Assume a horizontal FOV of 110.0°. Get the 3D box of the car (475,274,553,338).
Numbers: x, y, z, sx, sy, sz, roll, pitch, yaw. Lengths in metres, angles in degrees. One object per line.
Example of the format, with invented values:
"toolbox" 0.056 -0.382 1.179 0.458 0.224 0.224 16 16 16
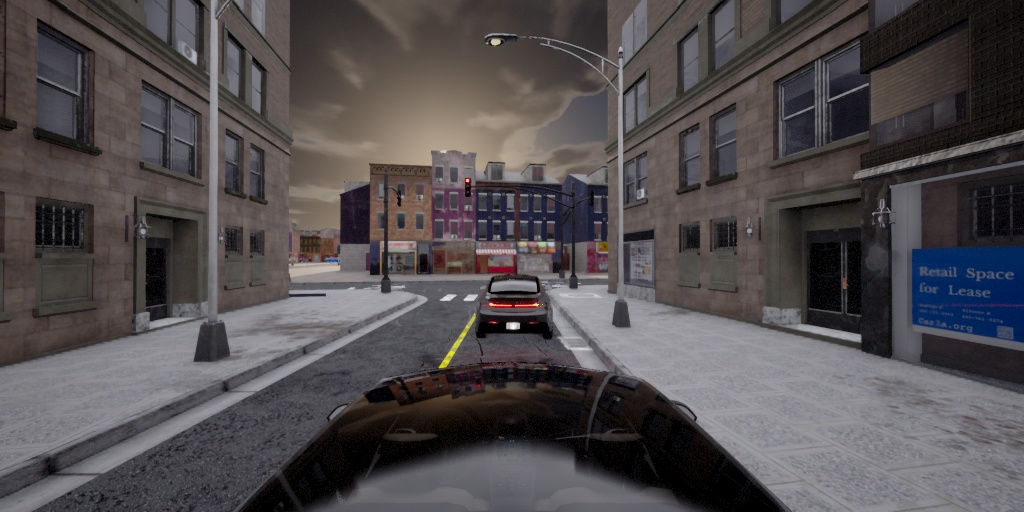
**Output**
"car" 0.096 1.256 10.129 1.837 1.490 4.892 0 0 2
